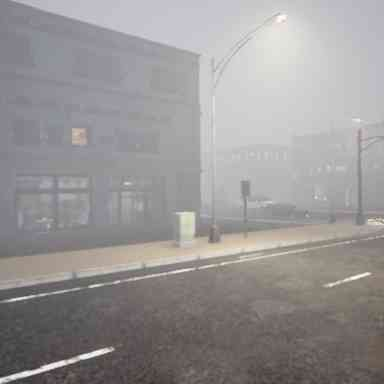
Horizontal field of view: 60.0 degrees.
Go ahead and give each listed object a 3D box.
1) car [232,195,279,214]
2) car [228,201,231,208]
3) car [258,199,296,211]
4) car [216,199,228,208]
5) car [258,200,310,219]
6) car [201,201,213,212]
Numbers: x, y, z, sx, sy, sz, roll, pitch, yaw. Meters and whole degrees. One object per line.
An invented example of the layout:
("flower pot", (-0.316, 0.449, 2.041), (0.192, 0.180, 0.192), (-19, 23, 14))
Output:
("car", (7.306, 1.362, 36.583), (2.150, 2.045, 5.566), (-1, 0, -35))
("car", (7.426, 1.724, 46.402), (1.802, 1.307, 4.206), (-2, 0, -35))
("car", (10.632, 1.630, 41.890), (2.008, 1.369, 4.403), (-2, 0, -35))
("car", (4.220, 1.786, 50.913), (1.802, 1.307, 4.206), (-2, 0, -35))
("car", (8.538, 1.681, 30.164), (1.947, 1.339, 4.313), (-2, 0, -35))
("car", (0.594, 1.712, 41.544), (1.967, 1.590, 4.097), (-2, 0, -35))
